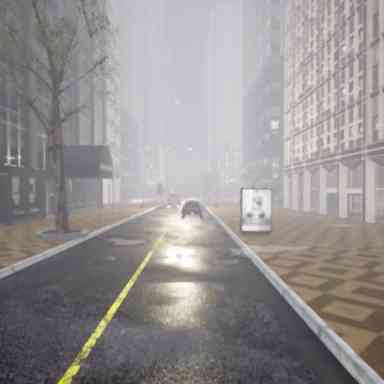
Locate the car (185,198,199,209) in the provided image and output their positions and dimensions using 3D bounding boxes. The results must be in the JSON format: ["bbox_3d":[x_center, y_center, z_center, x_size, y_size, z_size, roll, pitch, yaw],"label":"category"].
[{"bbox_3d":[0.051,1.519,45.318,1.812,1.442,4.674,0,0,0],"label":"car"}]

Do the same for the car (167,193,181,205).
[{"bbox_3d":[-3.044,1.217,57.207,2.150,2.045,5.566,0,0,1],"label":"car"}]

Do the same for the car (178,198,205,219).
[{"bbox_3d":[0.031,1.495,29.198,1.837,1.490,4.892,0,0,0],"label":"car"}]

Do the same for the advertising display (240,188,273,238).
[{"bbox_3d":[3.144,1.017,16.282,1.540,2.440,0.280,1,1,0],"label":"advertising display"}]
